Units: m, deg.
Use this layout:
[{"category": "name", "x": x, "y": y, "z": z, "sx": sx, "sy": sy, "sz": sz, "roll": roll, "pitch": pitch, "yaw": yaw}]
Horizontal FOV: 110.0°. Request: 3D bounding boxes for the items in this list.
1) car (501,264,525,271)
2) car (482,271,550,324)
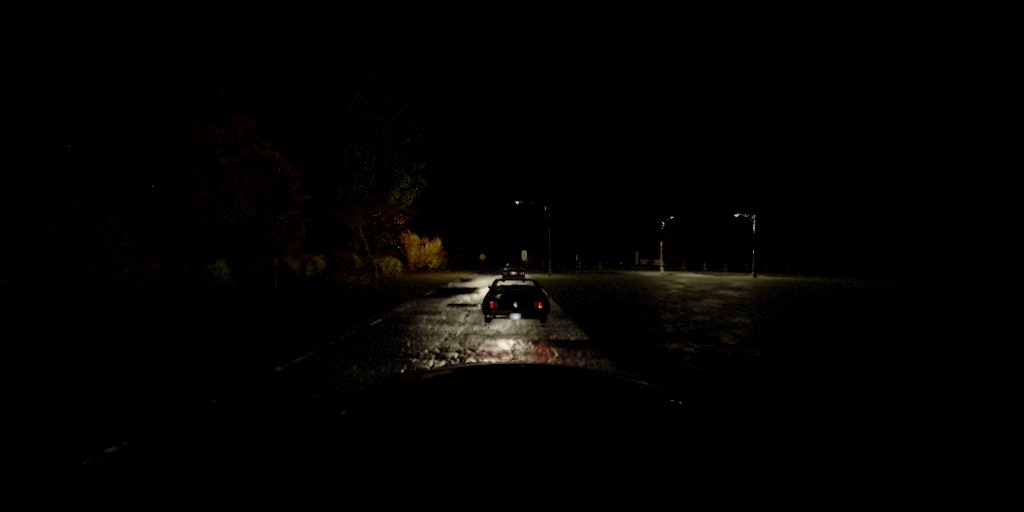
[{"category": "car", "x": 0.115, "y": 1.316, "z": 29.046, "sx": 2.033, "sy": 1.411, "sz": 5.357, "roll": 0, "pitch": 0, "yaw": 0}, {"category": "car", "x": 0.104, "y": 1.358, "z": 11.936, "sx": 1.895, "sy": 1.301, "sz": 4.718, "roll": 0, "pitch": 0, "yaw": 0}]
